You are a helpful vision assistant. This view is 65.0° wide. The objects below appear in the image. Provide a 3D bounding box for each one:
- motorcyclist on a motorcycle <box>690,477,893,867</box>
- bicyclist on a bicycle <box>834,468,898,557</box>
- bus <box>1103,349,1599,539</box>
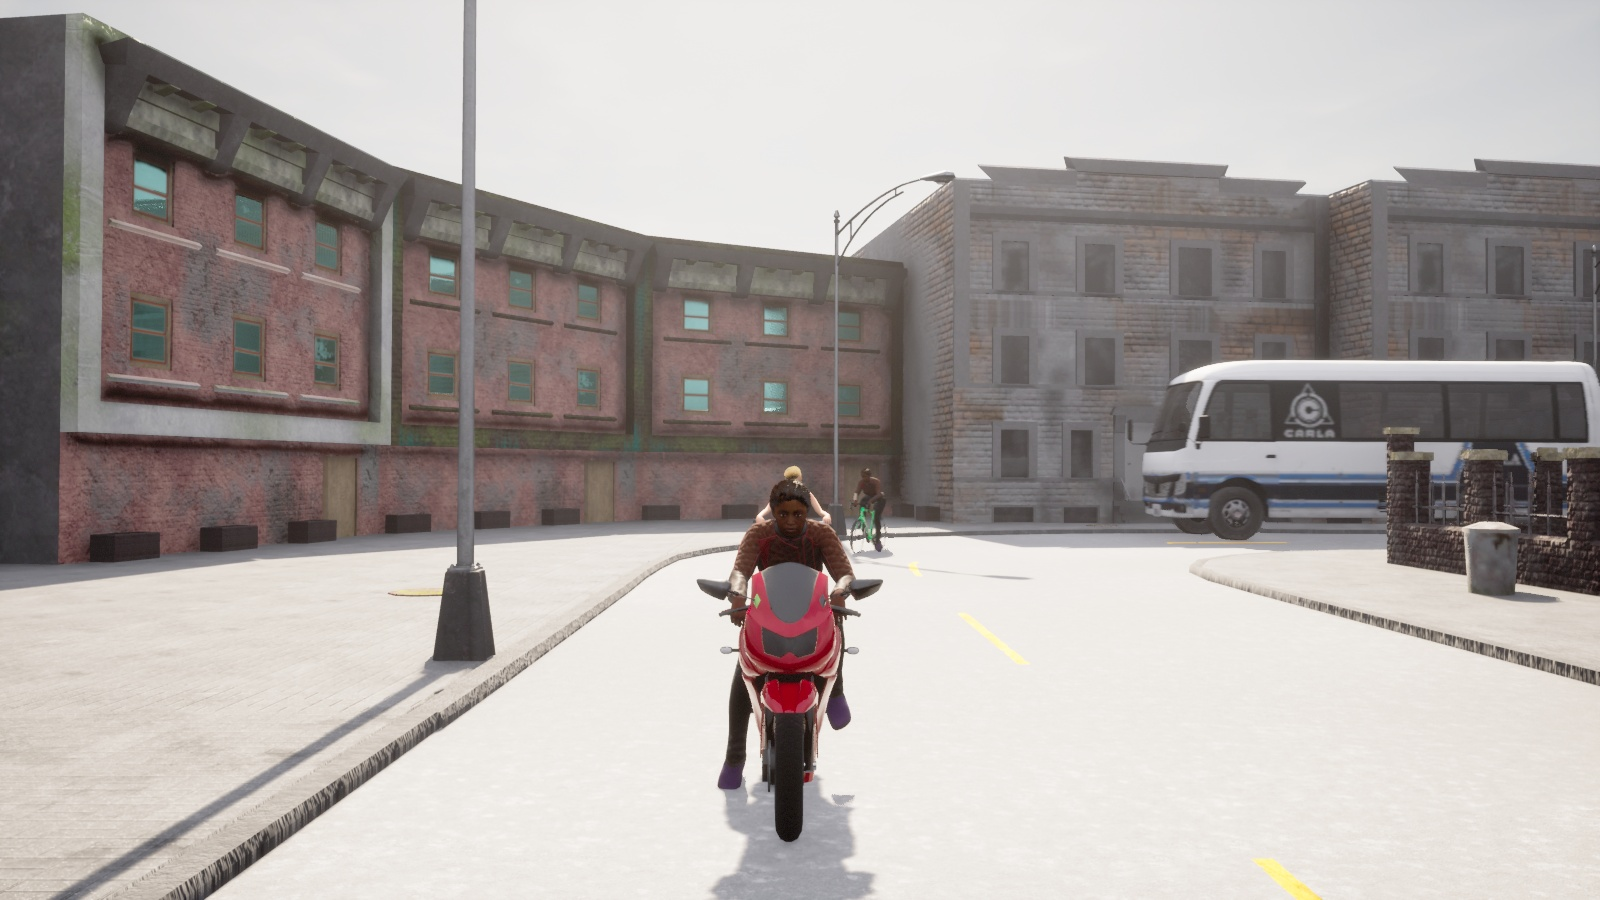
[{"bbox_3d":[-0.041,0.897,5.981,0.797,1.523,2.044,0,-1,0],"label":"motorcyclist on a motorcycle"},{"bbox_3d":[1.275,1.166,23.979,0.582,1.620,1.656,1,0,27],"label":"bicyclist on a bicycle"},{"bbox_3d":[12.908,-0.108,30.177,10.273,4.253,3.944,0,-1,0],"label":"bus"}]
